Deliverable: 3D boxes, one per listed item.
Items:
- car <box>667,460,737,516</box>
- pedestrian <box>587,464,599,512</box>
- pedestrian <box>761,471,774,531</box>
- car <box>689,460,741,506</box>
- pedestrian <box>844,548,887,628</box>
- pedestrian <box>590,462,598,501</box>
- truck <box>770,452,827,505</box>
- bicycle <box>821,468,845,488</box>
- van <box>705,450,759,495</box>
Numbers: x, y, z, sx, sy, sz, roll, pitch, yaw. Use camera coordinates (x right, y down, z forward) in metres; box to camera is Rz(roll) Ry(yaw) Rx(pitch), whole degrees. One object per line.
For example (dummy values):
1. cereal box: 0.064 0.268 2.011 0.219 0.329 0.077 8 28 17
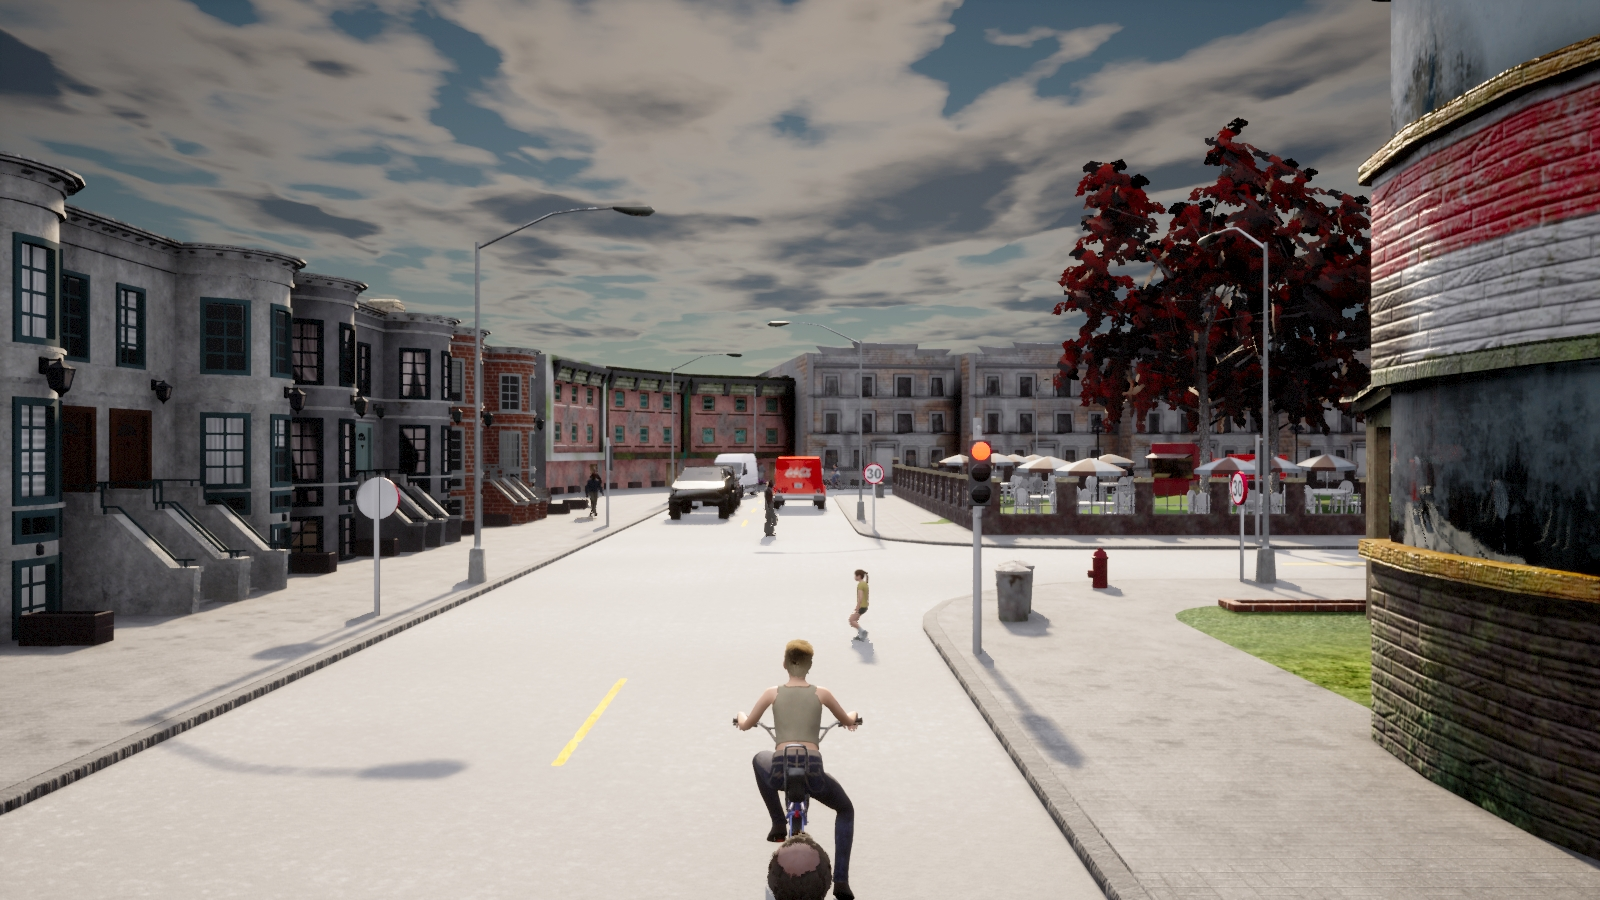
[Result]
1. car: -3.997 1.515 47.708 2.390 2.098 6.274 0 0 0
2. pedestrian: -8.112 1.488 44.760 0.375 1.860 0.375 0 0 -28
3. pedestrian: -1.032 1.614 36.266 0.375 1.860 0.375 0 0 4
4. car: -4.051 1.538 55.431 2.150 2.045 5.566 0 0 0
5. pedestrian: 0.953 2.002 16.666 0.500 1.100 0.500 0 0 21
6. pedestrian: -9.905 1.504 54.897 0.375 1.860 0.375 0 0 -14
7. truck: -0.055 1.326 55.831 2.627 2.467 5.204 0 0 0
8. bicycle: 2.276 1.907 78.233 1.643 1.296 0.373 0 1 -21
9. van: -3.978 1.289 67.787 1.988 2.561 5.915 0 0 8
